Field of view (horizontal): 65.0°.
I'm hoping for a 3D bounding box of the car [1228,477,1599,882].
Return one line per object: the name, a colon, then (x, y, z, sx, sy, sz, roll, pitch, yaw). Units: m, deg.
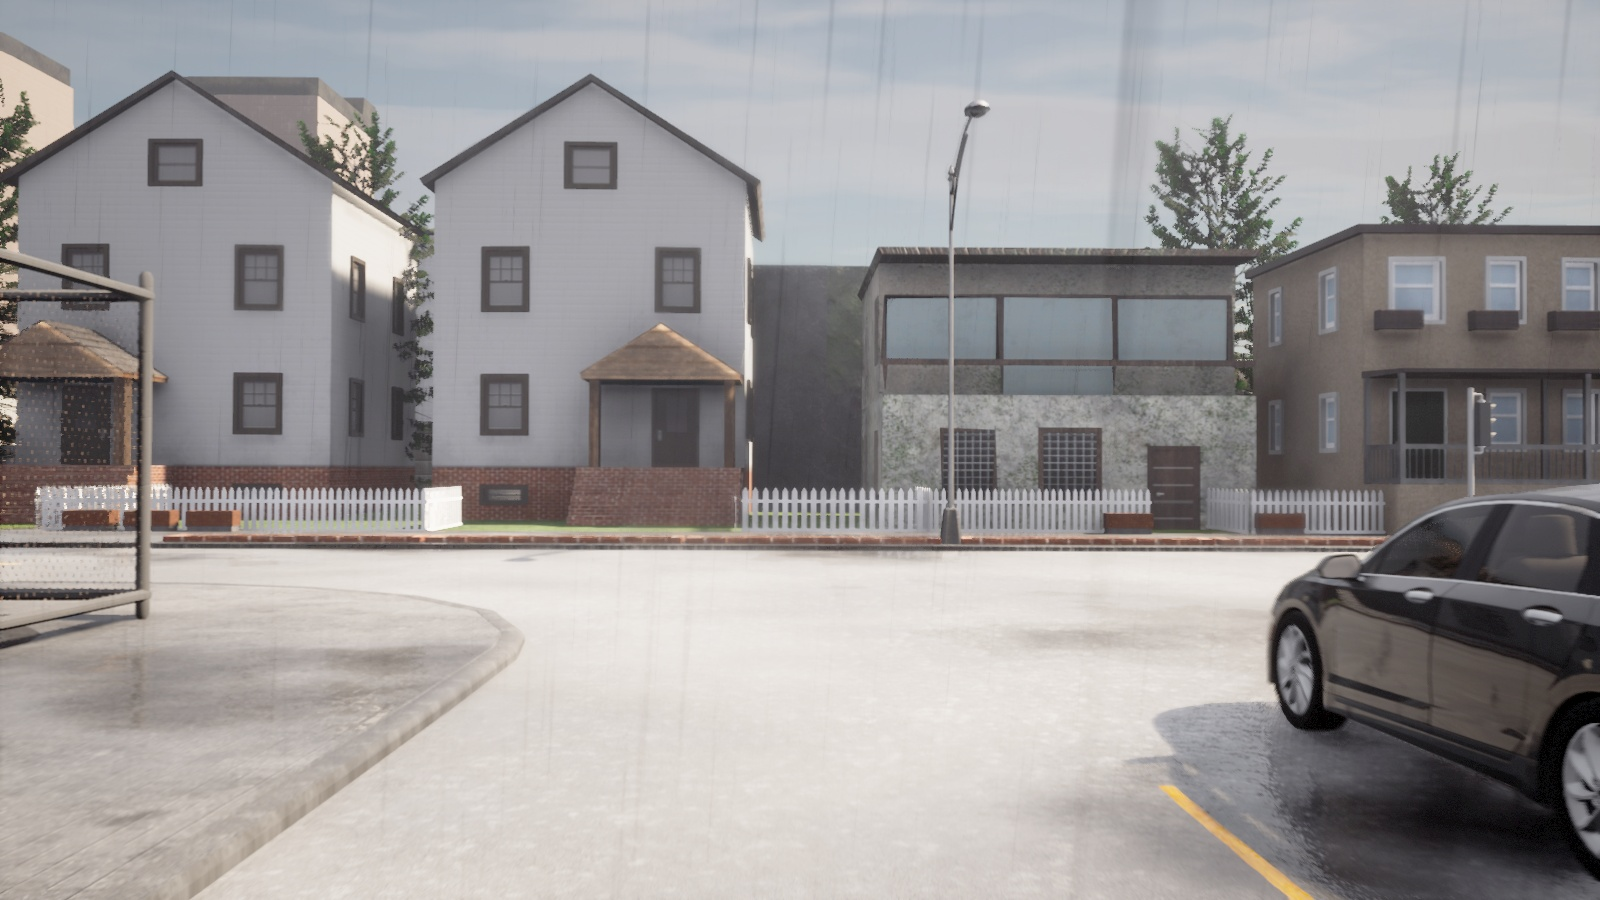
car: (3.903, 0.896, 6.217, 1.837, 1.490, 4.892, 0, -1, -1)
